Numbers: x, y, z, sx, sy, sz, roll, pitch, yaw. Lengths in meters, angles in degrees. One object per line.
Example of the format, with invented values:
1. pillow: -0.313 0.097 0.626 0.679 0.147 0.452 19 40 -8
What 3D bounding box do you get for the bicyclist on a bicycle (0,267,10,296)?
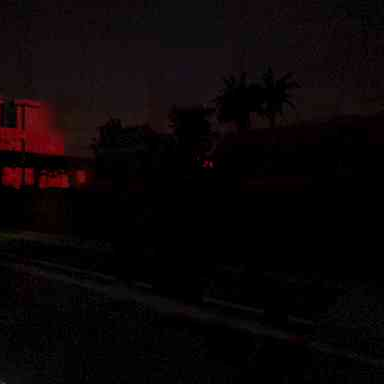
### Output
1. bicyclist on a bicycle: -4.419 1.445 6.523 0.582 1.620 1.656 0 2 36
